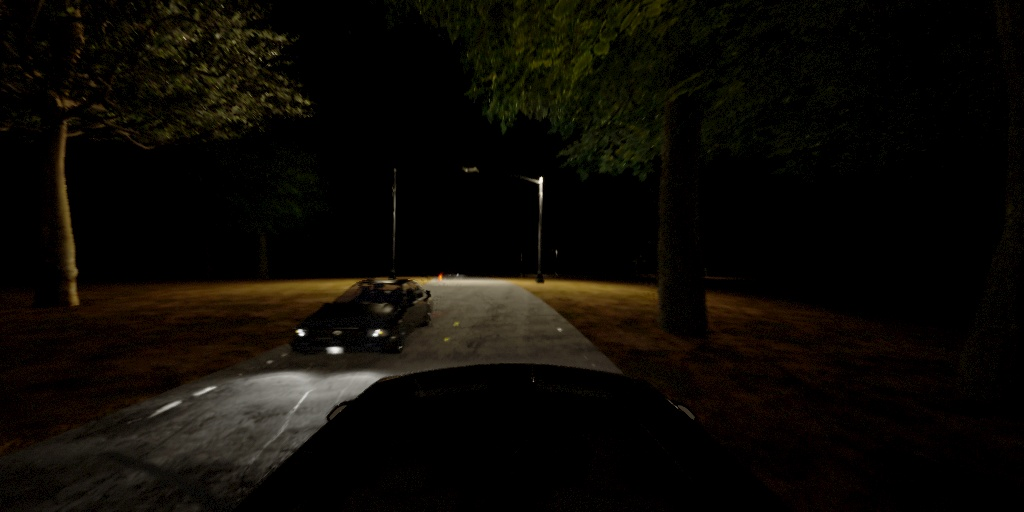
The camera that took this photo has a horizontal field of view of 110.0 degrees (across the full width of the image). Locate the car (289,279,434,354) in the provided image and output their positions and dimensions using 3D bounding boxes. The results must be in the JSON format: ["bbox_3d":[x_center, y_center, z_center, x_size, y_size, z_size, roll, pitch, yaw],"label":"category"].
[{"bbox_3d":[-3.247,1.316,9.082,2.033,1.411,5.357,1,0,-2],"label":"car"}]

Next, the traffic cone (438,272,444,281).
[{"bbox_3d":[-6.654,2.031,33.004,0.340,0.580,0.340,0,0,-9],"label":"traffic cone"}]
